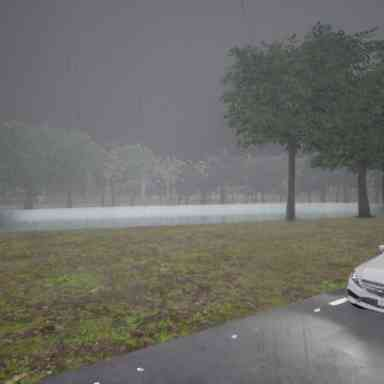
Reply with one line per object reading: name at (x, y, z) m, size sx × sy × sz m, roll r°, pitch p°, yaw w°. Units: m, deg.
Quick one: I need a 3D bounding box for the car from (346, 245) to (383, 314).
car at (5.024, 1.523, 6.671) m, size 4.674 × 1.442 × 1.812 m, roll 0°, pitch 0°, yaw -36°
